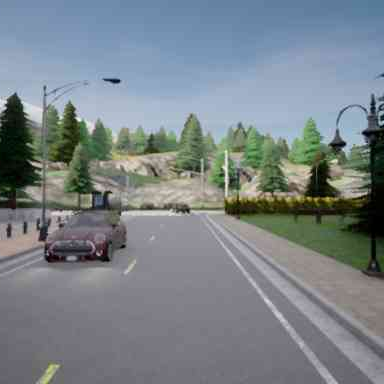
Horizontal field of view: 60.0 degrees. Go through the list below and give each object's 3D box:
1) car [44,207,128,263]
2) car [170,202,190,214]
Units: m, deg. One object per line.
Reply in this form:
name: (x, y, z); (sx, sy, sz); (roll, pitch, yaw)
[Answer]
car: (-3.833, 1.525, 12.733); (2.097, 1.767, 4.553); (0, -1, -1)
car: (-1.539, 2.088, 43.520); (1.837, 1.490, 4.892); (0, -1, -14)
